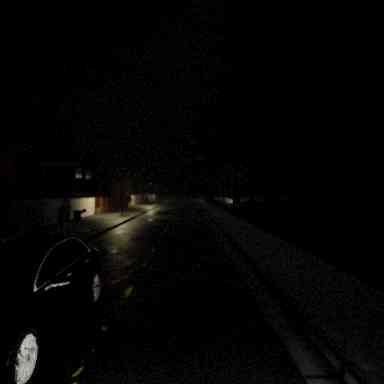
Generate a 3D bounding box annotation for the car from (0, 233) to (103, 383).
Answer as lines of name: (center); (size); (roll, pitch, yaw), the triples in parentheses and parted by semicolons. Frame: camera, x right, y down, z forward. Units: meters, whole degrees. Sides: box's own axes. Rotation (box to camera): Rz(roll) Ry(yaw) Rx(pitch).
car: (-2.791, 1.506, 5.241); (1.837, 1.490, 4.892); (0, 0, -1)
